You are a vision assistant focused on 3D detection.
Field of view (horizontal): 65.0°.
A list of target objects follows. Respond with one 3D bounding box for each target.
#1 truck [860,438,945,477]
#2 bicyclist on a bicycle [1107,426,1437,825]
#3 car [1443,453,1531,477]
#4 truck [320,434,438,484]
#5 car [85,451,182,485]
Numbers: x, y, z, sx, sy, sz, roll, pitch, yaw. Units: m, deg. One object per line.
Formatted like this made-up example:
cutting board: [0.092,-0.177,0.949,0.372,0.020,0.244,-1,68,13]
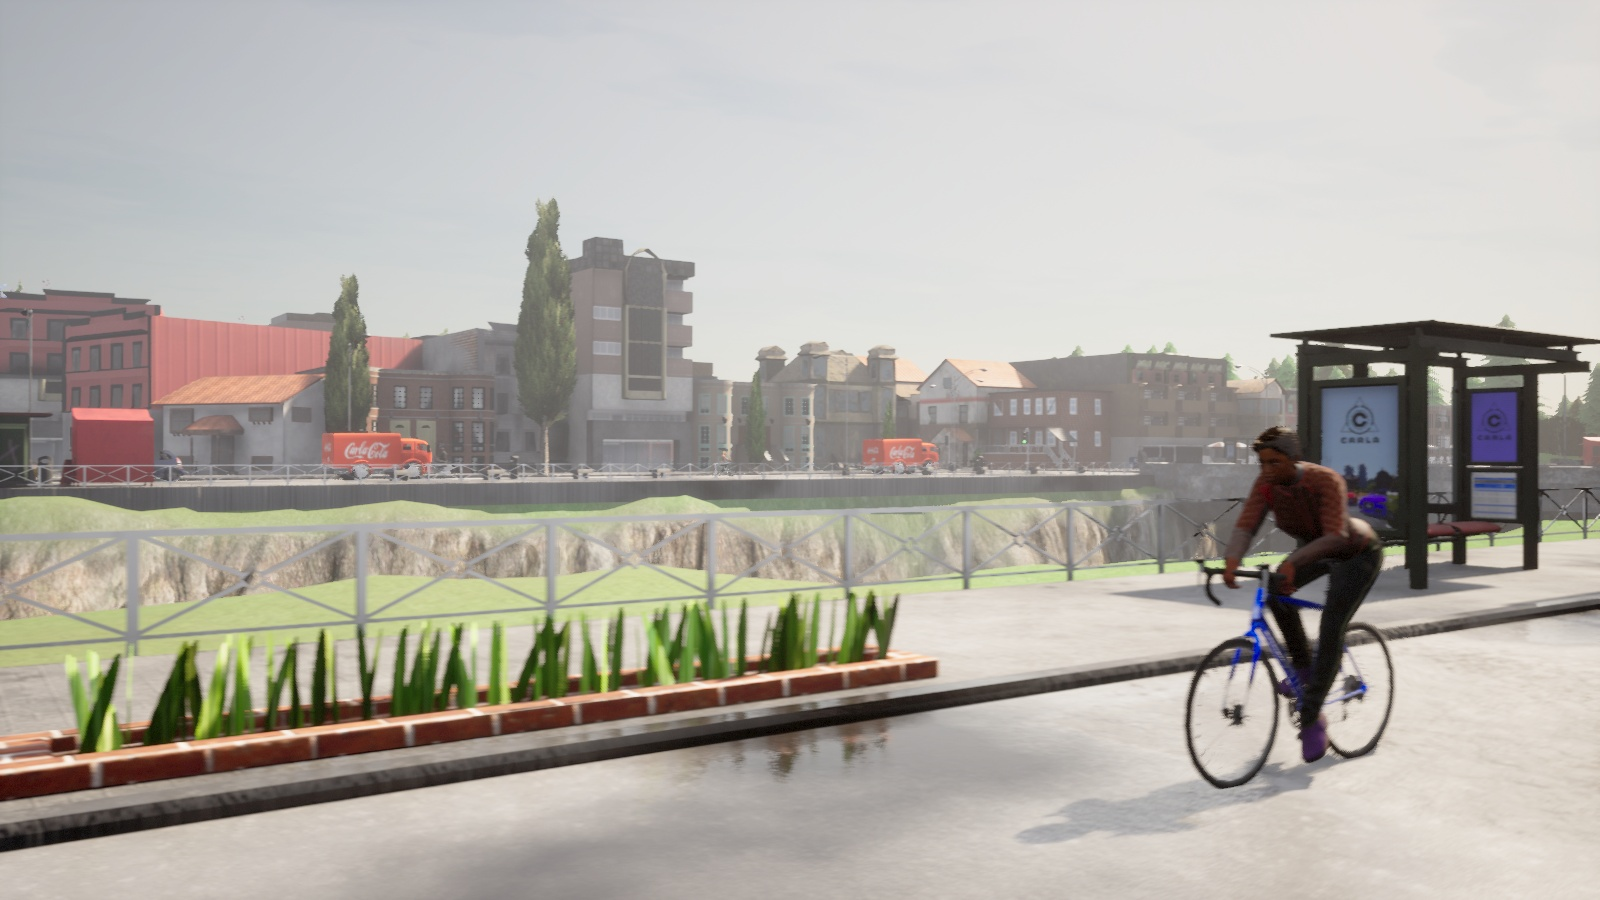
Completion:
truck: [6.895,0.464,84.266,5.204,2.467,2.627,-1,0,-35]
bicyclist on a bicycle: [2.211,0.707,5.807,1.656,1.620,0.582,0,0,-35]
car: [41.463,0.908,75.869,1.994,1.385,4.181,0,0,-36]
truck: [-21.583,0.462,64.435,5.204,2.467,2.627,0,0,-35]
car: [-32.674,0.863,61.580,3.988,1.617,1.851,0,0,-35]
